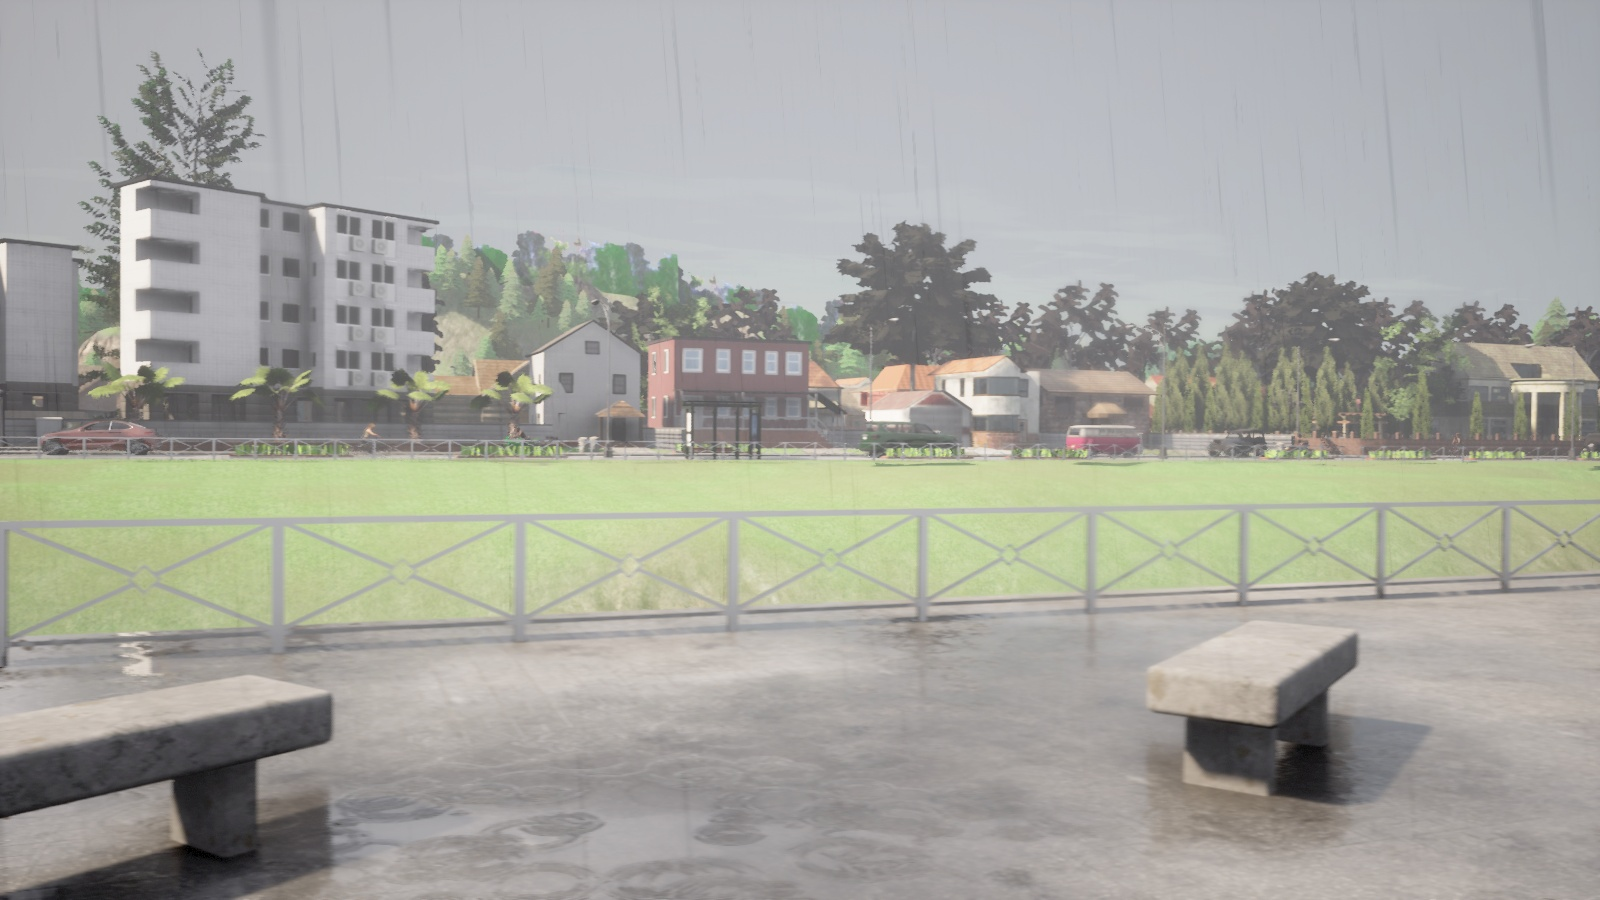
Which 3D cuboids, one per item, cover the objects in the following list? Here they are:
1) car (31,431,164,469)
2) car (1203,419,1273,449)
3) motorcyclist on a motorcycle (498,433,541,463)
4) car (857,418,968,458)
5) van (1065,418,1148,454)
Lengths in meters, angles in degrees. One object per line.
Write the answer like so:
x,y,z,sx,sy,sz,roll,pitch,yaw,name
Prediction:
-32.105,-0.013,57.593,5.027,1.651,2.152,-1,1,-21,car
28.046,-1.018,80.415,3.866,1.878,1.905,-1,1,-21,car
-14.349,-0.111,64.332,2.044,1.523,0.797,-1,1,-21,motorcyclist on a motorcycle
6.074,-0.652,67.799,5.566,2.045,2.150,-1,1,-21,car
17.617,-0.814,72.180,4.442,1.987,1.775,-1,1,-21,van
